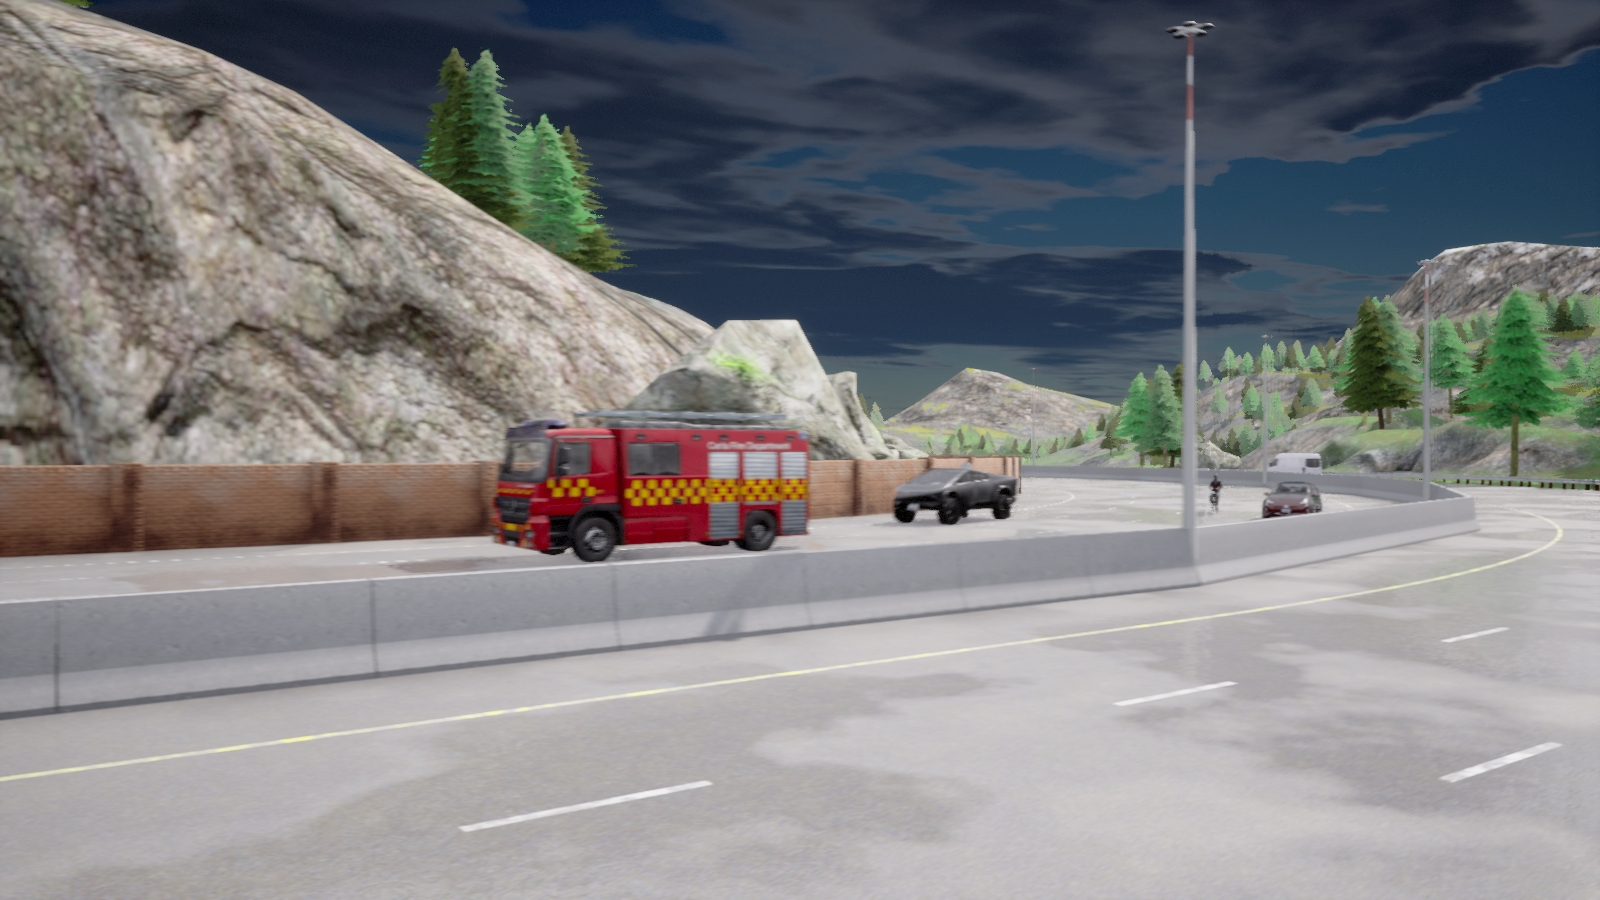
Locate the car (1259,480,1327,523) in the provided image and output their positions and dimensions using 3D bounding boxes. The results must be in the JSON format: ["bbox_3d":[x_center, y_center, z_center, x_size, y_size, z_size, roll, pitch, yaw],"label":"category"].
[{"bbox_3d":[20.117,2.062,46.528,2.007,1.525,4.514,0,0,31],"label":"car"}]

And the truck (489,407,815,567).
[{"bbox_3d":[-3.825,0.894,31.065,8.468,3.827,2.891,0,0,-37],"label":"truck"}]

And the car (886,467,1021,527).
[{"bbox_3d":[6.141,1.766,44.874,2.390,2.098,6.274,0,0,39],"label":"car"}]
